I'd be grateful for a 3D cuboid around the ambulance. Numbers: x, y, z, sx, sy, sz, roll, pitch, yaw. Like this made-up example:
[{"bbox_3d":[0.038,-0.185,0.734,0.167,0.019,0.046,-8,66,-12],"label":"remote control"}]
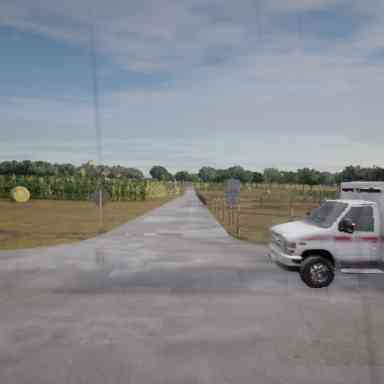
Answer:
[{"bbox_3d":[5.251,0.967,8.366,6.366,2.431,2.351,0,1,0],"label":"ambulance"}]
